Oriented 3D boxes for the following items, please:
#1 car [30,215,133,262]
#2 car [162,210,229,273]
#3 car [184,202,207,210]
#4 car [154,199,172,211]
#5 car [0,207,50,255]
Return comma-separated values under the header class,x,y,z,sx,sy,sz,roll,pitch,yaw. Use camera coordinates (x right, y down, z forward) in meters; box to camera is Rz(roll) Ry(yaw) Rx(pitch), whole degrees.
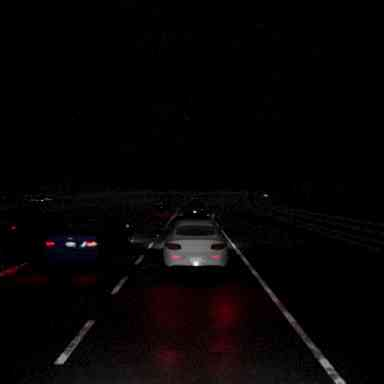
class,x,y,z,sx,sy,sz,roll,pitch,yaw
car,-3.498,1.560,12.095,2.033,1.411,5.357,0,0,0
car,0.101,1.537,10.625,1.812,1.442,4.674,0,0,0
car,0.324,1.592,29.227,1.994,1.385,4.181,0,0,3
car,-3.497,1.534,40.480,2.128,1.511,4.902,0,0,0
car,-6.899,1.366,13.439,2.097,1.767,4.553,0,0,0
